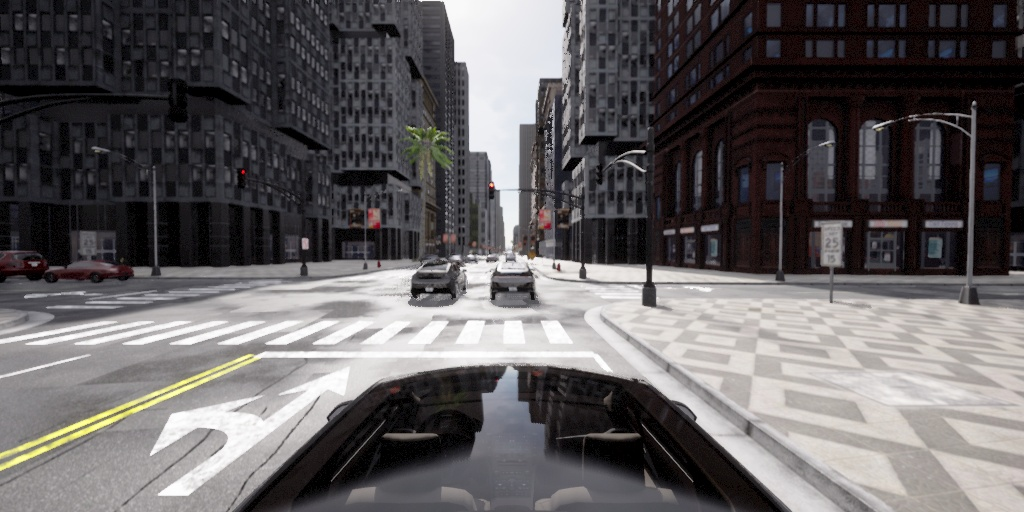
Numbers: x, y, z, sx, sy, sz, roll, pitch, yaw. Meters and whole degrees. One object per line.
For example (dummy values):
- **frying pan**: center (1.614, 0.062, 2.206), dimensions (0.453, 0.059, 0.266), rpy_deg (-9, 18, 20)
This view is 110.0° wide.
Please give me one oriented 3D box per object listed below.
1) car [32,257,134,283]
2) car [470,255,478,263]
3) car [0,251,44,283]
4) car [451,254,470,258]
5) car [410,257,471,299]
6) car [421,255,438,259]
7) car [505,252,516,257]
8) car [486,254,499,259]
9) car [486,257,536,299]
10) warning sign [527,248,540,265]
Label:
- **car**: center (-25.148, 0.898, 21.405), dimensions (4.207, 1.307, 1.802), rpy_deg (0, 0, -1)
- **car**: center (-6.795, 0.506, 59.832), dimensions (1.994, 1.385, 4.181), rpy_deg (0, 0, 0)
- **car**: center (-30.786, 0.612, 21.294), dimensions (5.009, 1.841, 2.192), rpy_deg (0, 0, -1)
- **car**: center (-6.764, 0.659, 43.419), dimensions (2.033, 1.411, 5.357), rpy_deg (0, 1, 0)
- **car**: center (-3.222, 1.006, 16.369), dimensions (1.837, 1.490, 4.892), rpy_deg (0, 1, 0)
- **car**: center (-10.013, 0.593, 44.145), dimensions (2.128, 1.511, 4.902), rpy_deg (0, 1, 0)
- **car**: center (-0.209, 0.479, 61.253), dimensions (2.033, 1.411, 5.357), rpy_deg (0, 0, 0)
- **car**: center (-3.500, 0.469, 62.318), dimensions (2.033, 1.411, 5.357), rpy_deg (0, 0, 0)
- **car**: center (0.031, 1.000, 16.175), dimensions (2.128, 1.511, 4.902), rpy_deg (0, 1, 0)
- **warning sign**: center (2.661, 0.179, 47.603), dimensions (1.300, 1.860, 1.060), rpy_deg (0, 0, 0)
